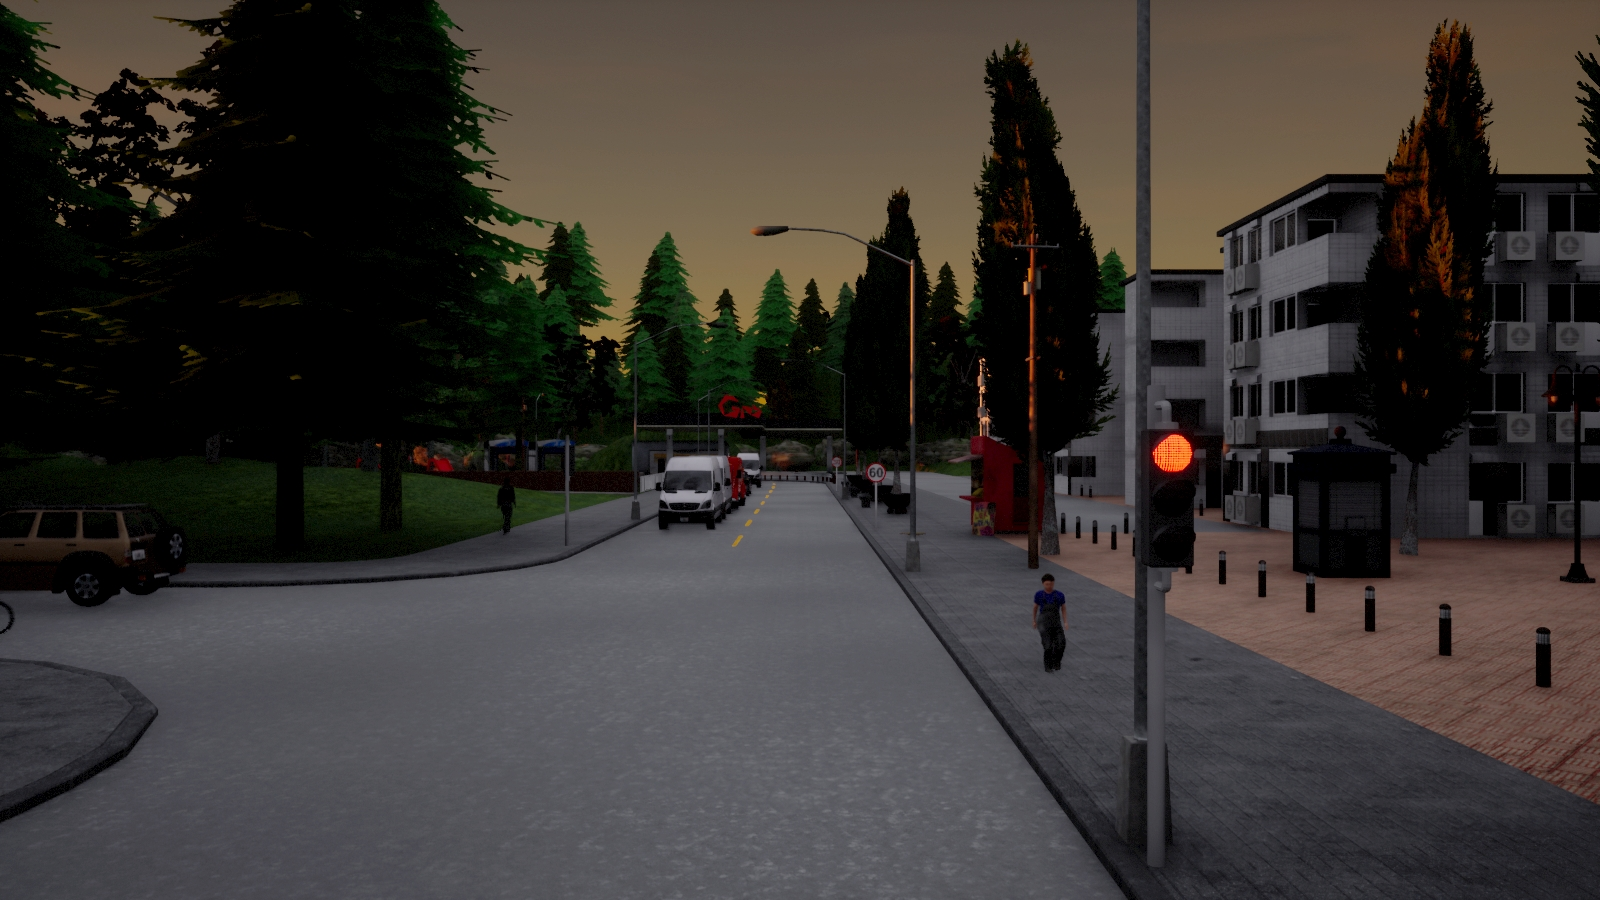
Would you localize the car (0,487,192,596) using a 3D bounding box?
[{"bbox_3d":[-14.069,1.640,21.141,4.605,1.855,1.932,0,0,0],"label":"car"}]

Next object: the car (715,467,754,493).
[{"bbox_3d":[-3.975,1.816,70.543,2.128,1.511,4.902,0,0,0],"label":"car"}]

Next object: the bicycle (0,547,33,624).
[{"bbox_3d":[-12.580,2.033,17.207,1.487,1.080,0.859,0,0,0],"label":"bicycle"}]

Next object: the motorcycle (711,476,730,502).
[{"bbox_3d":[-3.975,1.953,57.177,0.856,1.236,1.805,0,0,0],"label":"motorcycle"}]

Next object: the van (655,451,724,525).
[{"bbox_3d":[-4.013,1.307,42.390,1.988,2.561,5.915,0,0,0],"label":"van"}]

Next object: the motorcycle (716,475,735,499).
[{"bbox_3d":[-3.988,1.975,61.268,0.867,1.251,2.209,0,0,0],"label":"motorcycle"}]

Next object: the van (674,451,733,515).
[{"bbox_3d":[-4.007,1.306,48.327,1.988,2.561,5.915,0,0,0],"label":"van"}]

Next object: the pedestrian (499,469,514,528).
[{"bbox_3d":[-9.288,1.519,36.158,0.375,1.860,0.375,0,0,0],"label":"pedestrian"}]

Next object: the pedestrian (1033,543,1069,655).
[{"bbox_3d":[3.050,1.802,13.893,0.375,1.300,0.375,0,0,5],"label":"pedestrian"}]

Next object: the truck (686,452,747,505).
[{"bbox_3d":[-3.995,1.339,55.631,2.627,2.467,5.204,0,0,0],"label":"truck"}]
